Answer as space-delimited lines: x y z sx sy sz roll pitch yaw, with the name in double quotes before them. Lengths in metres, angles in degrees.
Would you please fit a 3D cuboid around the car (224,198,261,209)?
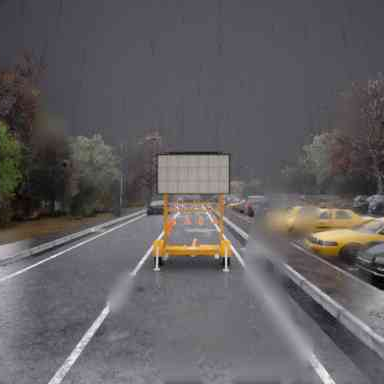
"car" 7.166 1.652 47.503 4.892 1.521 2.231 0 0 0

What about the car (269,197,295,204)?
"car" 20.272 1.904 74.976 5.366 1.575 1.946 0 -1 0

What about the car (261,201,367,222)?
"car" 7.151 1.521 19.748 5.366 1.575 1.946 0 0 0

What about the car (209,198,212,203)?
"car" 7.445 2.096 83.568 5.008 1.535 2.097 0 -1 0

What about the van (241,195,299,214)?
"van" 7.165 1.336 30.847 4.442 1.987 1.878 0 0 0

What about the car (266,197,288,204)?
"car" 20.491 2.027 80.515 4.892 1.521 2.231 0 -1 0

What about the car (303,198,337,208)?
"car" 20.289 1.713 52.836 4.674 1.452 2.002 0 0 0

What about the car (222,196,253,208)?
"car" 7.182 1.555 53.056 4.553 1.767 2.185 0 0 0

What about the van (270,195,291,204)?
"van" 20.594 1.741 77.750 4.442 1.987 1.878 0 -1 0

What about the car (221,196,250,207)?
"car" 7.202 1.570 55.832 4.553 1.767 2.185 0 0 0

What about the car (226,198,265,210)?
"car" 7.158 1.637 44.726 4.892 1.521 2.231 0 0 0

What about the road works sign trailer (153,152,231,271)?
"road works sign trailer" 0.055 0.483 10.959 2.380 3.560 2.880 0 0 3

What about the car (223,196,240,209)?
"car" 6.945 1.619 41.952 5.366 1.575 1.946 0 0 0

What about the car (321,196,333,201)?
"car" 20.224 1.628 44.527 5.008 1.535 2.097 0 0 0

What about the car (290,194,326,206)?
"car" 20.305 1.452 58.504 5.566 2.045 2.435 0 0 0

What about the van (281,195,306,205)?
"van" 20.279 1.522 66.823 4.442 1.987 1.878 0 -1 0

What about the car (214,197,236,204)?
"car" 7.381 1.958 75.241 4.674 1.452 2.002 0 -1 0

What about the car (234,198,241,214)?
"car" 7.040 1.607 33.622 4.792 1.488 2.163 0 0 0

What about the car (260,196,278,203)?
"car" 20.528 2.079 88.827 4.553 1.767 2.185 0 -1 0

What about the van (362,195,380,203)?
"van" 20.031 1.343 33.449 4.442 1.987 1.878 0 0 0

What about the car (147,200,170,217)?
"car" -3.282 1.563 32.790 1.882 1.535 5.008 0 0 0

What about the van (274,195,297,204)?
"van" 20.319 1.622 72.213 4.442 1.987 1.878 0 -1 0

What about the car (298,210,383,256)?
"car" 6.719 1.540 11.425 5.366 1.575 1.946 0 0 0

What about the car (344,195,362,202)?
"car" 20.140 1.333 36.217 5.566 2.045 2.435 0 0 0

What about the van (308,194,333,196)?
"van" 20.389 1.433 50.193 4.442 1.987 1.878 0 0 0

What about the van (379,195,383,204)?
"van" 20.243 1.329 30.677 4.442 1.987 1.878 0 0 0

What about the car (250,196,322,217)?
"car" 7.038 1.409 25.297 4.553 1.767 2.185 0 0 0

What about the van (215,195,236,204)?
"van" 7.241 1.633 72.472 4.442 1.987 1.878 0 -1 0

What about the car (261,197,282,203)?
"car" 20.534 2.147 86.180 5.008 1.535 2.097 0 -1 0

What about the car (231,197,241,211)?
"car" 7.060 1.621 36.398 4.792 1.488 2.163 0 0 0

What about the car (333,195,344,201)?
"car" 20.161 1.348 38.988 5.566 2.045 2.435 0 0 0

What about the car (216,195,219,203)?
"car" 7.249 1.710 58.607 5.008 1.535 2.097 0 0 0

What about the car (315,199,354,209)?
"car" 20.254 1.684 47.422 4.674 1.452 2.002 0 0 0

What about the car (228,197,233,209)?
"car" 7.081 1.636 39.174 4.792 1.488 2.163 0 0 0

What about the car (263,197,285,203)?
"car" 20.513 2.085 83.285 5.008 1.535 2.097 0 -1 0

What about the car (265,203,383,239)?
"car" 6.761 1.524 17.098 5.366 1.575 1.946 0 0 0

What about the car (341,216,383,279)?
"car" 6.890 1.554 8.648 4.892 1.521 2.231 0 0 0

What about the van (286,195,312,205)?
"van" 20.490 1.506 63.918 4.442 1.987 1.878 0 0 0

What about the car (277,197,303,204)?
"car" 20.420 1.788 69.438 5.008 1.535 2.097 0 -1 0

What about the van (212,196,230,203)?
"van" 7.577 1.930 86.348 4.442 1.987 1.878 0 -1 0

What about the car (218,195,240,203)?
"car" 7.007 1.663 50.280 5.366 1.575 1.946 0 0 0

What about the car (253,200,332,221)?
"car" 6.980 1.527 22.517 4.892 1.521 2.231 0 0 0

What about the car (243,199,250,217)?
"car" 7.057 1.577 28.069 4.792 1.488 2.163 0 0 0

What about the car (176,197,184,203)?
"car" -2.895 2.086 81.845 1.837 1.490 4.892 0 -2 0

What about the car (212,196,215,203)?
"car" 7.344 1.504 66.936 5.566 2.045 2.435 0 0 0

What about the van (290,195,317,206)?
"van" 20.471 1.492 61.273 4.442 1.987 1.878 0 0 0
